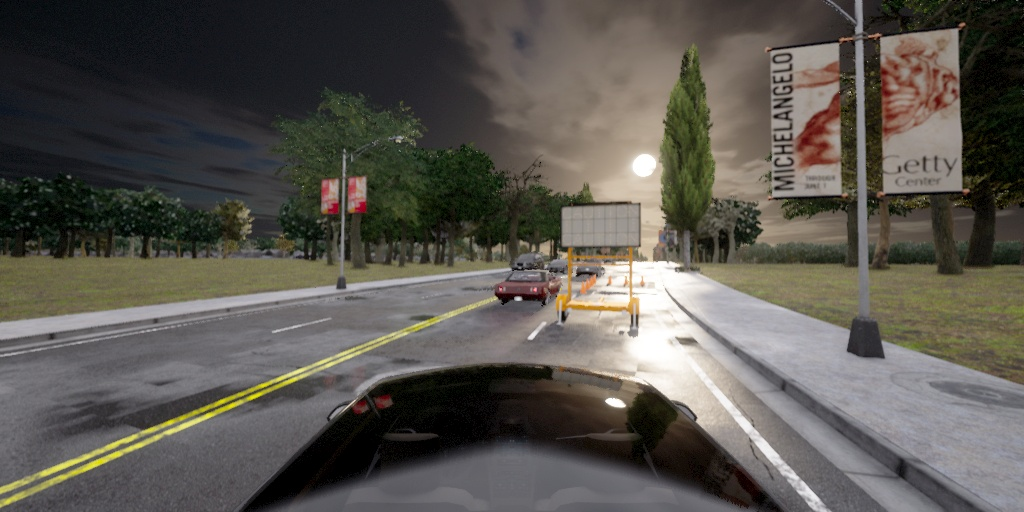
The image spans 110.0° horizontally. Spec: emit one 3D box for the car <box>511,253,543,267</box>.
[{"bbox_3d":[1.753,0.759,36.756,2.150,2.045,5.566,0,0,22],"label":"car"}]

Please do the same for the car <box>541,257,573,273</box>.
[{"bbox_3d":[4.742,1.037,35.478,1.837,1.490,4.892,0,0,22],"label":"car"}]

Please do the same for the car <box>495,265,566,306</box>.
[{"bbox_3d":[0.896,1.251,15.260,1.895,1.301,4.718,0,0,17],"label":"car"}]

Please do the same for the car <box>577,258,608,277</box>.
[{"bbox_3d":[7.064,1.103,31.917,1.994,1.385,4.181,0,0,21],"label":"car"}]

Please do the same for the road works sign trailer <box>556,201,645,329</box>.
[{"bbox_3d":[2.735,0.142,11.139,2.380,3.560,2.880,0,0,18],"label":"road works sign trailer"}]
